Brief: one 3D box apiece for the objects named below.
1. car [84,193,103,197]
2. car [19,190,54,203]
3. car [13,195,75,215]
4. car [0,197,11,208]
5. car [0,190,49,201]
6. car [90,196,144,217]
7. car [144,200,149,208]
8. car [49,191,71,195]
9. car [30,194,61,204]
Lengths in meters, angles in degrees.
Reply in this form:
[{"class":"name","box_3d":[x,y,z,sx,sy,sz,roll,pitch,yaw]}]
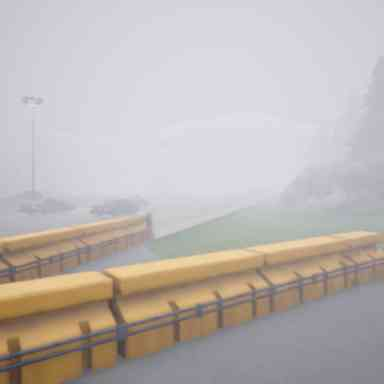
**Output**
[{"class":"car","box_3d":[-16.312,0.993,54.350,2.128,1.511,4.902,0,1,18]},{"class":"car","box_3d":[-26.477,0.740,56.947,2.150,2.045,5.566,0,0,18]},{"class":"car","box_3d":[-12.965,1.286,30.117,2.033,1.411,5.357,0,1,18]},{"class":"car","box_3d":[-24.592,1.284,40.197,1.895,1.301,4.718,0,1,18]},{"class":"car","box_3d":[-20.726,0.885,40.773,2.150,2.045,5.566,0,0,18]},{"class":"car","box_3d":[-6.330,1.282,27.880,2.033,1.411,5.357,0,1,18]},{"class":"car","box_3d":[-6.644,1.154,38.297,1.812,1.442,4.674,0,1,18]},{"class":"car","box_3d":[-20.512,1.028,52.758,2.128,1.511,4.902,0,1,19]},{"class":"car","box_3d":[-23.740,1.060,54.125,1.812,1.442,4.674,0,0,19]}]
